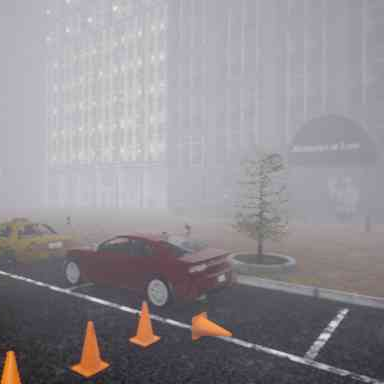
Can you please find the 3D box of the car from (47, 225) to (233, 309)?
[{"bbox_3d":[-1.230,1.571,7.878,4.507,1.381,1.887,0,0,36],"label":"car"}]

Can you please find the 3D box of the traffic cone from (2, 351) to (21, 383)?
[{"bbox_3d":[-1.896,1.965,3.483,0.340,0.580,0.340,0,0,36],"label":"traffic cone"}]

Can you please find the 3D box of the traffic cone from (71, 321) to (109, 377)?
[{"bbox_3d":[-1.313,1.969,4.295,0.340,0.580,0.340,0,0,36],"label":"traffic cone"}]

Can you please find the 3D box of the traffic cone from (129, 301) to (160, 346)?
[{"bbox_3d":[-0.729,1.973,5.108,0.340,0.580,0.340,0,0,36],"label":"traffic cone"}]

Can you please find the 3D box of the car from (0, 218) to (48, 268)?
[{"bbox_3d":[-5.951,1.554,11.269,4.829,1.417,1.752,0,0,36],"label":"car"}]
